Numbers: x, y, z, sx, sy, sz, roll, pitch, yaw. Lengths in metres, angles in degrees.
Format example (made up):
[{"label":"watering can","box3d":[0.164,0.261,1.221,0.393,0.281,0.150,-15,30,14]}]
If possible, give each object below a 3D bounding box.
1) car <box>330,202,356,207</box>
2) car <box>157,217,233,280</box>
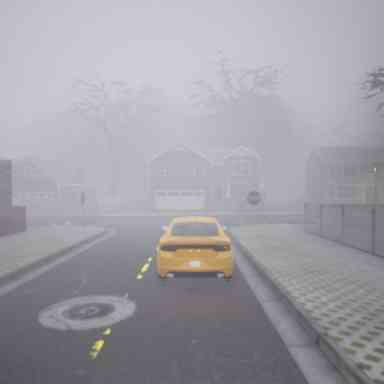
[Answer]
[{"label":"car","box3d":[11.337,1.424,24.096,4.674,1.442,1.812,-1,1,0]},{"label":"car","box3d":[0.083,1.472,10.004,1.882,1.535,5.008,0,0,0]}]
